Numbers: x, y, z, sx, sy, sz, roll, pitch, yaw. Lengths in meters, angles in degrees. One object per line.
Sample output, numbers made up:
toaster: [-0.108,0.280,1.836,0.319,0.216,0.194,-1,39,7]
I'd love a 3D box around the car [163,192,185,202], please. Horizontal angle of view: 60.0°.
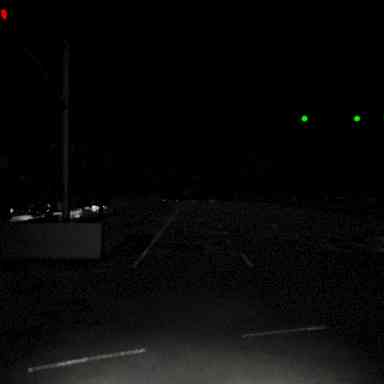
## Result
car: [-4.100,1.019,73.027,2.150,2.045,5.566,0,0,-22]

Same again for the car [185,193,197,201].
car: [-1.152,1.311,75.157,1.812,1.442,4.674,0,0,-22]

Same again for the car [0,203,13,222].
car: [-14.043,1.447,22.468,1.837,1.490,4.892,0,0,0]

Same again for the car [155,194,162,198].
car: [-8.179,1.202,82.908,1.895,1.301,4.718,0,0,-29]

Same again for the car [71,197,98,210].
car: [-13.937,1.381,41.889,2.128,1.511,4.902,0,0,1]

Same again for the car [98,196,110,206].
car: [-14.089,1.354,52.198,2.128,1.511,4.902,0,0,-2]

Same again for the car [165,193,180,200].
car: [-5.012,1.079,84.403,1.882,1.535,5.008,0,0,-29]

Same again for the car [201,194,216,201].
car: [3.970,1.298,81.466,1.812,1.442,4.674,0,0,-26]

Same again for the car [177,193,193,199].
car: [-1.860,1.072,85.924,1.882,1.535,5.008,0,0,-29]

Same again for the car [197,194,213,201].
car: [2.165,1.323,76.276,2.033,1.411,5.357,0,0,-22]

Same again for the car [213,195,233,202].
car: [7.069,1.336,72.446,2.033,1.411,5.357,0,0,-18]

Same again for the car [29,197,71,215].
car: [-14.006,1.267,32.499,2.097,1.767,4.553,0,0,0]
